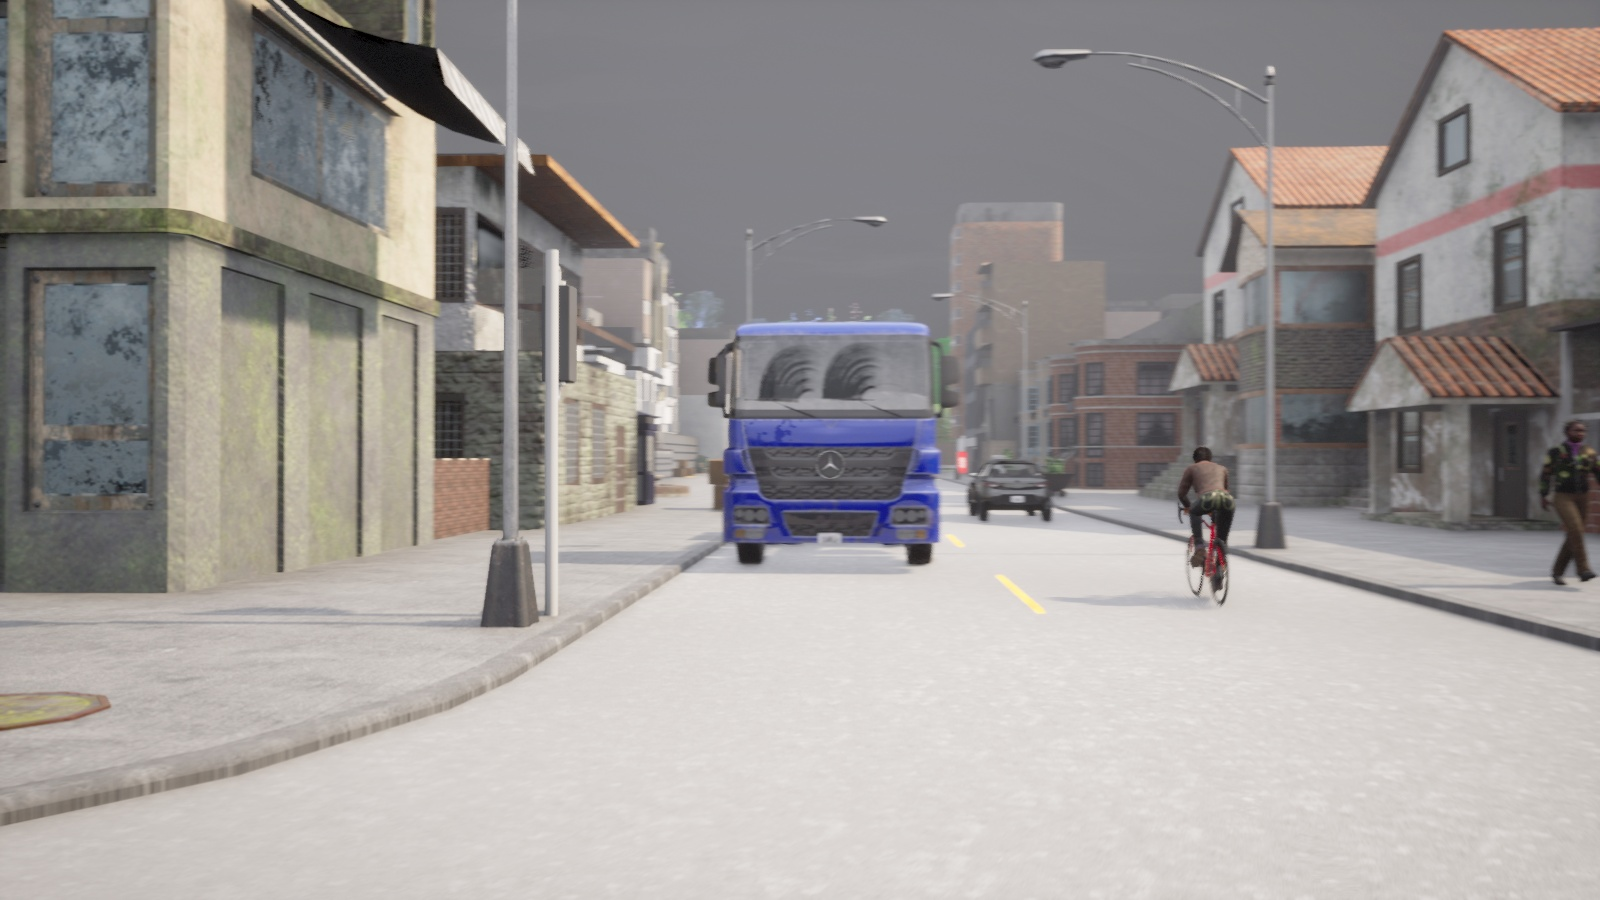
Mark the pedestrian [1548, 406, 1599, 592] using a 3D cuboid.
[{"bbox_3d":[8.343,0.512,13.380,0.395,1.930,0.692,0,0,8],"label":"pedestrian"}]

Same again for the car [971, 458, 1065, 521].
[{"bbox_3d":[5.370,0.941,31.397,1.816,1.474,4.193,0,0,3],"label":"car"}]

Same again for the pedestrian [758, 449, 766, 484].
[{"bbox_3d":[-2.106,0.901,69.395,0.396,1.930,0.692,0,0,2],"label":"pedestrian"}]

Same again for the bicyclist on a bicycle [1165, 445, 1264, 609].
[{"bbox_3d":[4.327,0.768,13.216,0.582,1.620,1.656,0,-1,4],"label":"bicyclist on a bicycle"}]

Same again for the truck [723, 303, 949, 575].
[{"bbox_3d":[0.742,-0.110,20.076,2.891,3.462,7.936,0,0,4],"label":"truck"}]
